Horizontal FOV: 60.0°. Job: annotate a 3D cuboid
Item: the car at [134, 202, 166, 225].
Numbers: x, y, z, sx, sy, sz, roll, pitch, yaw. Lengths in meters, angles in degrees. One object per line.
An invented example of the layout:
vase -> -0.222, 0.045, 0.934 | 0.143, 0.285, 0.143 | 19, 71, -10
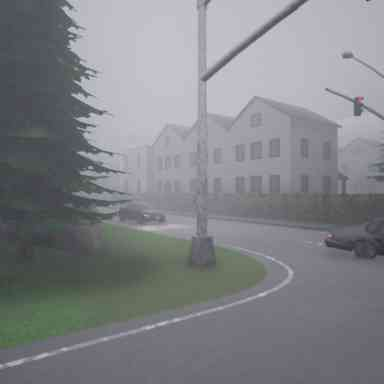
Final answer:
car -> -3.668, 1.483, 24.085 | 1.837, 1.490, 4.892 | 0, 0, -35

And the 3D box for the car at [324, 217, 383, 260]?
car -> 7.234, 1.532, 10.867 | 5.357, 1.411, 2.033 | 0, 0, 32
